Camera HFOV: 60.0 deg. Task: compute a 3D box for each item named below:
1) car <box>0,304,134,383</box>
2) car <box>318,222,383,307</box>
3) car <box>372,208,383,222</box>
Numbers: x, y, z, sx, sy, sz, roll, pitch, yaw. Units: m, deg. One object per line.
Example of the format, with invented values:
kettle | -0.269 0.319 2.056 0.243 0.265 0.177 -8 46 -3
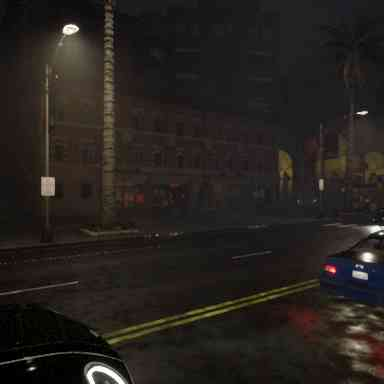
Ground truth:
car | -2.556 1.352 1.868 4.553 1.767 2.097 0 0 -36
car | 5.077 1.546 7.460 5.357 1.411 2.033 0 0 -35
car | 14.209 1.560 22.926 4.181 1.385 1.994 0 0 -36
